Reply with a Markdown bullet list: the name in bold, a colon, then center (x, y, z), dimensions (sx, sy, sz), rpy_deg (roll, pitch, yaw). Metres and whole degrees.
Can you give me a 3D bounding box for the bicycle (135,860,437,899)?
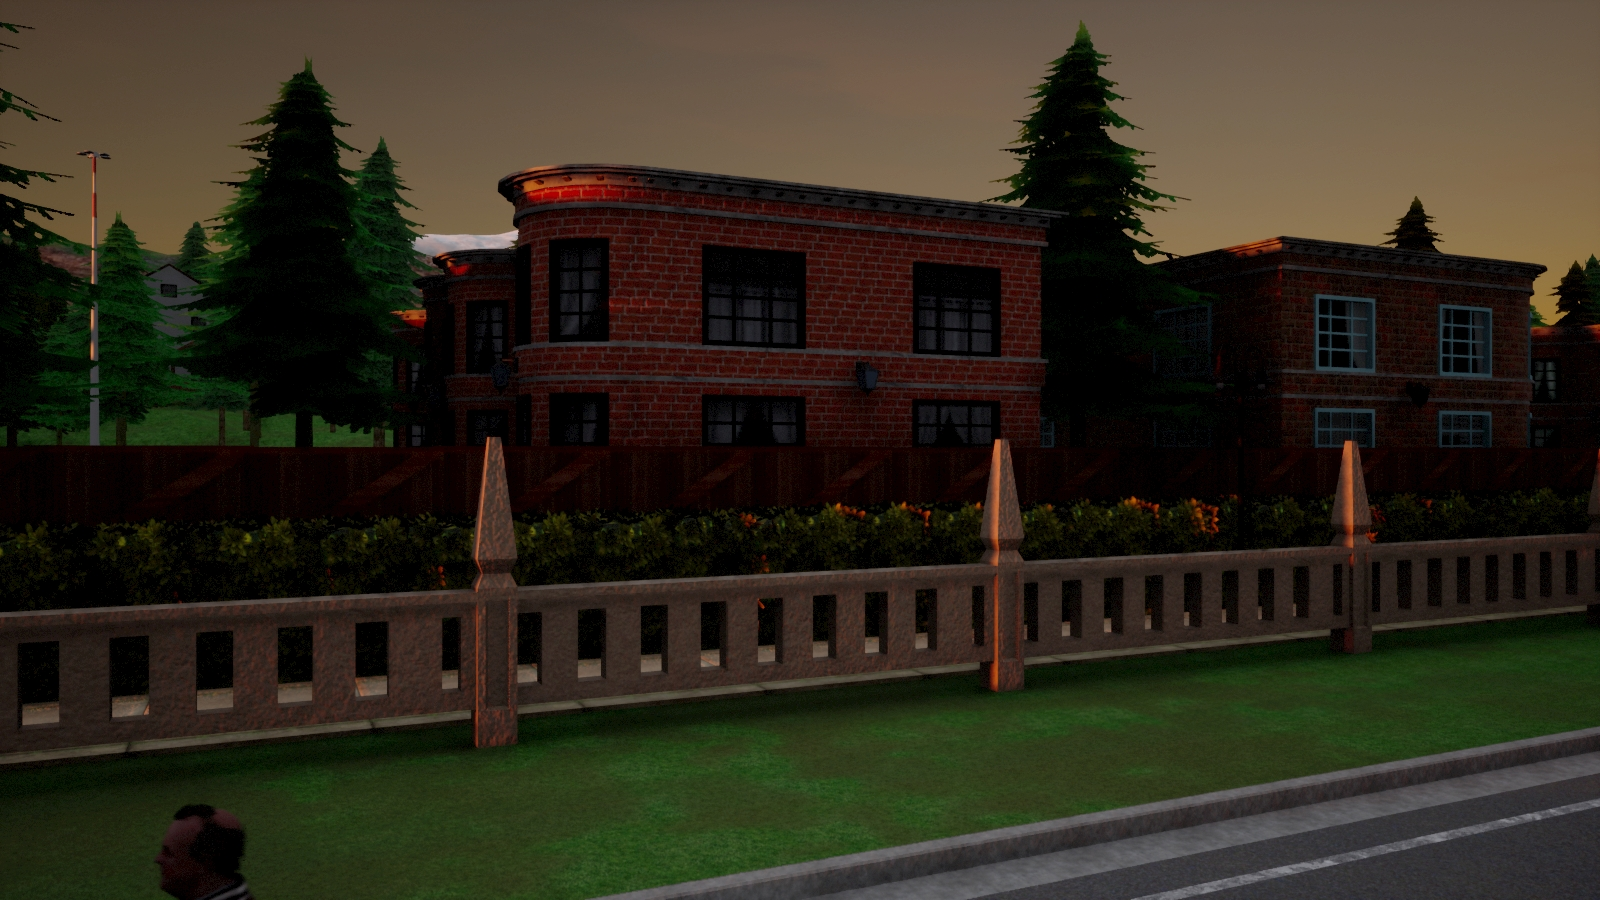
- **bicycle**: center (-1.989, 2.060, 3.167), dimensions (1.835, 1.471, 0.329), rpy_deg (0, 0, -25)
